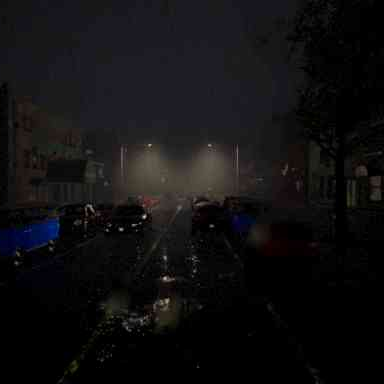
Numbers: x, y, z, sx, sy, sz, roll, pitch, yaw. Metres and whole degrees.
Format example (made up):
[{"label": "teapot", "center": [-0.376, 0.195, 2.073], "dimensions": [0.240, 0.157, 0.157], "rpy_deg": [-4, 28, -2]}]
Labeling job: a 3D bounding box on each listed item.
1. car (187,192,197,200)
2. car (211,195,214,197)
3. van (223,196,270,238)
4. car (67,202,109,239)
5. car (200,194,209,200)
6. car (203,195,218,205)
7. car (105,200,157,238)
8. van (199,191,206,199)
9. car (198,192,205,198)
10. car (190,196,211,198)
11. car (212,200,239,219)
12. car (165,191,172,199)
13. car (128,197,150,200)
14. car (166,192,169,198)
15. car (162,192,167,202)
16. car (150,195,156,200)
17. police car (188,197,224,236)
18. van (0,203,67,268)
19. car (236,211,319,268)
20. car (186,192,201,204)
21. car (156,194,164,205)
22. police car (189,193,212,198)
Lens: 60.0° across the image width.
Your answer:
[{"label": "car", "center": [-0.027, 0.880, 69.097], "dimensions": [1.882, 1.535, 5.008], "rpy_deg": [0, 0, 0]}, {"label": "car", "center": [2.677, 1.159, 21.751], "dimensions": [2.192, 1.841, 5.009], "rpy_deg": [-1, 0, 0]}, {"label": "van", "center": [2.679, 1.225, 16.202], "dimensions": [1.690, 1.788, 3.998], "rpy_deg": [-1, 0, 0]}, {"label": "car", "center": [-5.701, 1.324, 16.198], "dimensions": [1.967, 1.590, 4.097], "rpy_deg": [-1, 0, 0]}, {"label": "car", "center": [2.660, 1.066, 71.686], "dimensions": [1.802, 1.307, 4.206], "rpy_deg": [-1, 0, 0]}, {"label": "car", "center": [2.668, 1.210, 49.493], "dimensions": [1.947, 1.339, 4.313], "rpy_deg": [-1, 0, 0]}, {"label": "car", "center": [-3.108, 1.382, 17.046], "dimensions": [1.837, 1.490, 4.892], "rpy_deg": [0, 0, 0]}, {"label": "van", "center": [2.653, 0.744, 82.781], "dimensions": [1.690, 1.788, 3.998], "rpy_deg": [-1, 0, 0]}, {"label": "car", "center": [2.651, 0.846, 94.049], "dimensions": [1.752, 1.417, 4.829], "rpy_deg": [-1, 0, 0]}, {"label": "car", "center": [0.889, 1.308, 27.480], "dimensions": [1.837, 1.490, 4.892], "rpy_deg": [0, 0, 0]}, {"label": "car", "center": [2.677, 1.386, 27.301], "dimensions": [1.802, 1.307, 4.206], "rpy_deg": [-1, 0, 0]}, {"label": "car", "center": [-5.725, 0.759, 77.227], "dimensions": [2.192, 1.841, 5.009], "rpy_deg": [-1, 0, 0]}, {"label": "car", "center": [-5.707, 1.204, 32.843], "dimensions": [1.967, 1.590, 4.097], "rpy_deg": [-1, 0, 0]}, {"label": "car", "center": [-5.716, 1.146, 60.585], "dimensions": [1.802, 1.307, 4.206], "rpy_deg": [-1, 0, 0]}, {"label": "car", "center": [-5.715, 1.155, 55.036], "dimensions": [2.008, 1.369, 4.403], "rpy_deg": [-1, 0, 0]}, {"label": "car", "center": [-5.708, 1.269, 38.392], "dimensions": [1.887, 1.381, 4.507], "rpy_deg": [-1, 0, 0]}, {"label": "police car", "center": [0.893, 1.299, 17.590], "dimensions": [1.930, 1.638, 5.238], "rpy_deg": [0, 0, 0]}, {"label": "van", "center": [-5.700, 1.265, 10.649], "dimensions": [1.690, 1.788, 3.998], "rpy_deg": [-1, 0, 0]}, {"label": "car", "center": [2.683, 1.505, 10.656], "dimensions": [1.802, 1.307, 4.206], "rpy_deg": [-1, 0, 0]}, {"label": "car", "center": [-0.021, 1.117, 52.078], "dimensions": [2.128, 1.511, 4.902], "rpy_deg": [0, 0, 0]}, {"label": "car", "center": [-5.712, 1.226, 49.488], "dimensions": [1.802, 1.307, 4.206], "rpy_deg": [-1, 0, 0]}, {"label": "police car", "center": [0.886, 1.184, 33.590], "dimensions": [1.930, 1.638, 5.238], "rpy_deg": [0, 0, 0]}]
